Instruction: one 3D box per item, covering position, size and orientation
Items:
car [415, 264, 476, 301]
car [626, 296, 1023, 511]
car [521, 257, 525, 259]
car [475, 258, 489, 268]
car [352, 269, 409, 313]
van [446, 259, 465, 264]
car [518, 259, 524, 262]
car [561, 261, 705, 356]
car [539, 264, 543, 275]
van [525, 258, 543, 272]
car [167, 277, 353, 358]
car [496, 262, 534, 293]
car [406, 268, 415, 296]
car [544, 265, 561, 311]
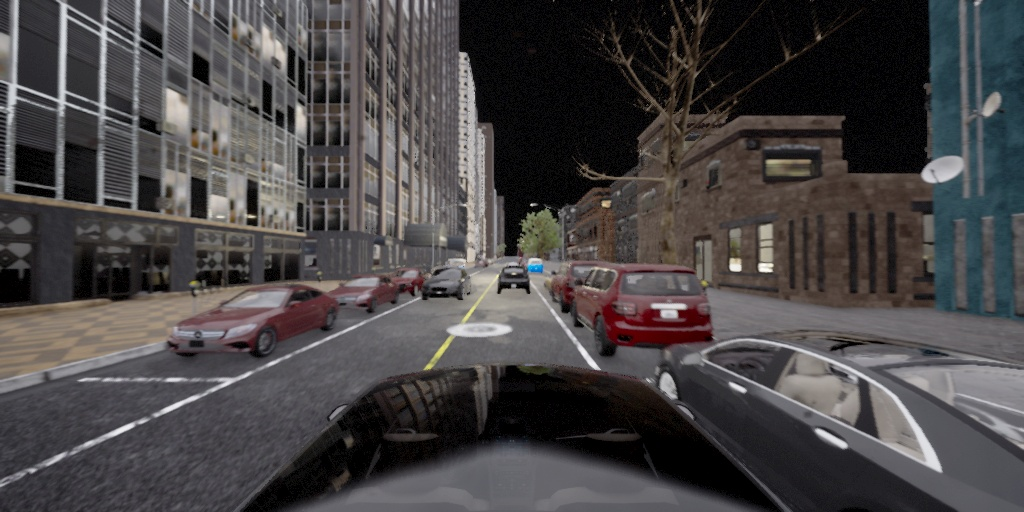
[{"bbox_3d":[-3.081,1.307,17.610,1.837,1.490,4.892,0,0,0],"label":"car"},{"bbox_3d":[2.692,1.305,3.011,2.007,1.370,4.403,0,0,0],"label":"car"},{"bbox_3d":[2.688,1.326,52.932,1.967,1.591,4.097,0,0,0],"label":"car"},{"bbox_3d":[-5.694,1.489,64.023,1.802,1.307,4.207,0,0,0],"label":"car"},{"bbox_3d":[-5.690,1.373,14.105,1.802,1.307,4.207,0,0,0],"label":"car"},{"bbox_3d":[-5.691,1.191,36.292,1.690,1.789,3.998,0,0,0],"label":"van"},{"bbox_3d":[0.098,1.416,44.391,2.033,1.411,5.357,0,0,0],"label":"car"},{"bbox_3d":[2.692,1.088,8.557,2.192,1.841,5.009,0,0,0],"label":"car"},{"bbox_3d":[2.691,1.333,19.823,1.751,1.417,4.829,0,0,0],"label":"car"},{"bbox_3d":[2.689,1.204,41.840,1.690,1.789,3.998,0,0,0],"label":"van"},{"bbox_3d":[-5.690,1.356,8.556,1.802,1.307,4.207,0,0,0],"label":"car"},{"bbox_3d":[0.097,1.319,21.381,1.837,1.490,4.892,0,0,0],"label":"car"},{"bbox_3d":[-5.690,1.353,19.652,1.888,1.381,4.507,0,0,0],"label":"car"},{"bbox_3d":[2.691,1.106,14.107,2.192,1.841,5.009,0,0,0],"label":"car"}]
